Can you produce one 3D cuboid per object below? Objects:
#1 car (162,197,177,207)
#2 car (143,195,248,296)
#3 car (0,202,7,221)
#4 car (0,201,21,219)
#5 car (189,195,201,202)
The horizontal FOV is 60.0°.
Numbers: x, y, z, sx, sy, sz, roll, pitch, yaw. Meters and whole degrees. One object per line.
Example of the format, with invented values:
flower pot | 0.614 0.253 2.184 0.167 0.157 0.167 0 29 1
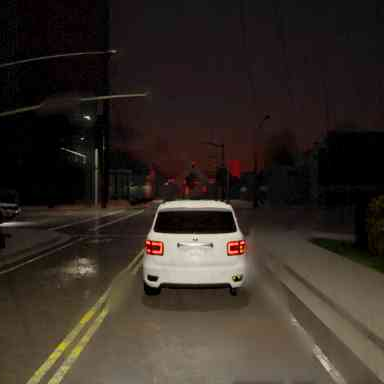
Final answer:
car | -3.530 1.564 52.961 1.994 1.385 4.181 0 0 0
car | 0.080 1.221 8.818 2.150 2.045 5.566 0 0 0
car | -16.219 1.667 24.062 4.181 1.385 1.994 -1 0 0
car | -17.298 1.339 27.558 5.566 2.045 2.150 -1 0 0
car | 0.839 1.465 78.688 1.882 1.535 5.008 0 0 12
